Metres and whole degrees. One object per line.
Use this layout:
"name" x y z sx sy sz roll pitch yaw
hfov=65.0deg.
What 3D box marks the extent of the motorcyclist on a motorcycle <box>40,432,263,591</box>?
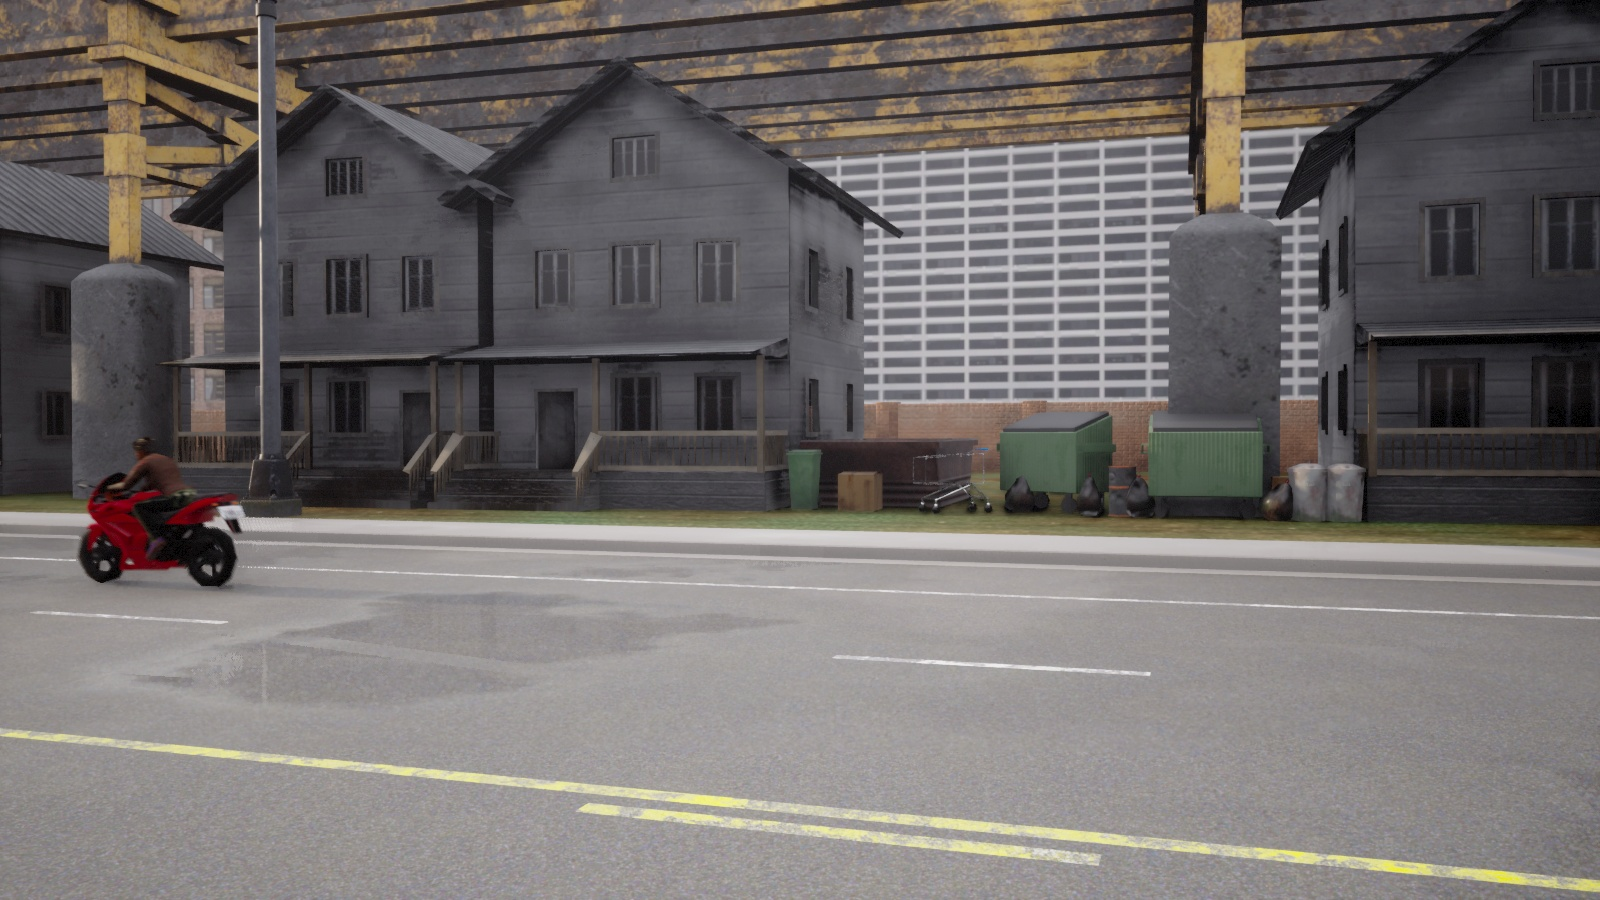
"motorcyclist on a motorcycle" -6.574 0.580 12.739 2.044 1.523 0.797 1 1 18
